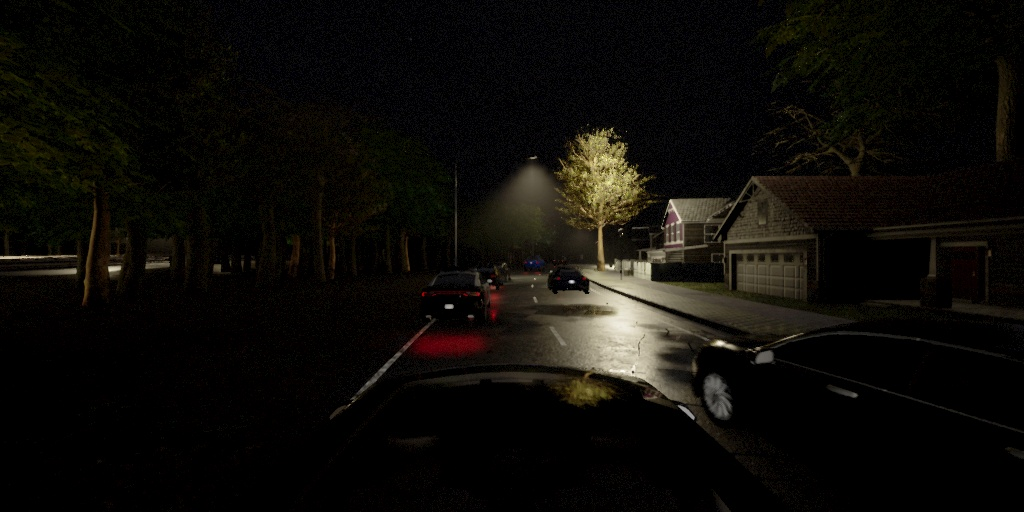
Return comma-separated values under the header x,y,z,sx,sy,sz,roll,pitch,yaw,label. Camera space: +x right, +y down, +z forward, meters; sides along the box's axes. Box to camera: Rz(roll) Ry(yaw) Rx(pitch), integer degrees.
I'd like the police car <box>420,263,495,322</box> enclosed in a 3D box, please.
x,y,z,sx,sy,sz,roll,pitch,yaw,label
-1.743,1.172,12.352,1.930,1.638,5.238,0,0,-1,police car

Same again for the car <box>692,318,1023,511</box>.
x,y,z,sx,sy,sz,roll,pitch,yaw,label
3.418,1.254,2.794,1.837,1.490,4.892,0,0,-5,car

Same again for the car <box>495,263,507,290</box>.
x,y,z,sx,sy,sz,roll,pitch,yaw,label
-1.543,1.270,22.194,1.812,1.442,4.674,0,0,3,car

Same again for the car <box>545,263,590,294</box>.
x,y,z,sx,sy,sz,roll,pitch,yaw,label
3.146,1.307,20.377,1.994,1.385,4.181,0,0,2,car

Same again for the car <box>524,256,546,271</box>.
x,y,z,sx,sy,sz,roll,pitch,yaw,label
3.091,0.955,47.916,2.150,2.045,5.566,0,0,14,car

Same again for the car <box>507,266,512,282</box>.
x,y,z,sx,sy,sz,roll,pitch,yaw,label
-1.117,1.248,28.151,1.837,1.490,4.892,0,0,5,car
